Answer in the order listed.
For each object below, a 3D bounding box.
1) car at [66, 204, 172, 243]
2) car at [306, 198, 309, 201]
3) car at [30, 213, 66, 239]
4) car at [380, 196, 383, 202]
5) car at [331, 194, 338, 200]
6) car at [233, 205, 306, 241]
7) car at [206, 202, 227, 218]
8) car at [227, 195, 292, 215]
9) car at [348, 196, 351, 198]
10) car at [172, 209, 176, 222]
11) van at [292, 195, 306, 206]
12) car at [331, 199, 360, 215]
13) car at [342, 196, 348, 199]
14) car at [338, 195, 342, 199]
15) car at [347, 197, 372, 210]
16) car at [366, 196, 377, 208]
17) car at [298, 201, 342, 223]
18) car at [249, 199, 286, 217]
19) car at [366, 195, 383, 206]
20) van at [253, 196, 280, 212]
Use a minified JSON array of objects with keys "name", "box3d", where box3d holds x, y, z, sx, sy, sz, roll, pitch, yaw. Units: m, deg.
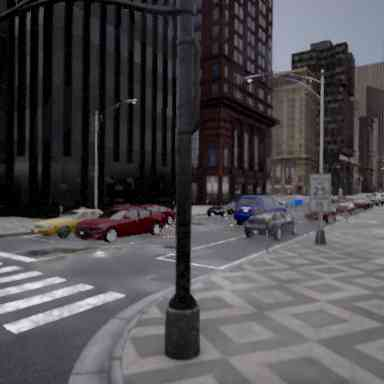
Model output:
[{"name":"car","box3d":[-3.418,1.491,16.583,1.882,1.535,5.008,1,1,34]},{"name":"car","box3d":[17.837,1.623,52.867,1.802,1.307,4.206,1,0,34]},{"name":"car","box3d":[-5.964,1.505,17.569,1.752,1.417,4.829,1,1,34]},{"name":"car","box3d":[47.566,1.725,81.701,1.947,1.339,4.313,1,1,34]},{"name":"car","box3d":[26.731,1.380,66.051,2.192,1.841,5.009,1,0,34]},{"name":"car","box3d":[4.201,1.639,17.397,2.008,1.369,4.403,1,0,34]},{"name":"car","box3d":[3.020,1.562,30.893,1.947,1.339,4.313,1,0,34]},{"name":"car","box3d":[4.929,1.288,23.413,2.150,2.045,5.566,1,0,34]},{"name":"car","box3d":[40.501,1.637,86.472,1.802,1.307,4.206,1,1,34]},{"name":"car","box3d":[-2.906,1.529,22.104,1.887,1.381,4.507,1,1,34]},{"name":"van","box3d":[14.876,1.373,48.471,1.690,1.788,3.998,1,0,34]},{"name":"car","box3d":[16.274,1.700,35.303,1.802,1.307,4.206,1,0,34]},{"name":"car","box3d":[35.750,1.430,82.531,4.403,1.369,2.008,0,1,25]},{"name":"car","box3d":[29.695,1.508,70.446,1.967,1.590,4.097,1,1,34]},{"name":"car","box3d":[22.312,1.681,44.256,1.887,1.381,4.507,1,0,34]},{"name":"car","box3d":[25.330,1.712,48.733,1.947,1.339,4.313,1,0,34]},{"name":"car","box3d":[10.237,1.645,26.350,1.887,1.381,4.507,1,0,34]},{"name":"car","box3d":[7.519,1.512,32.789,1.882,1.535,5.008,1,0,34]},{"name":"car","box3d":[31.369,1.729,57.687,1.947,1.339,4.313,1,0,34]},{"name":"van","box3d":[8.949,1.354,39.682,1.690,1.788,3.998,1,0,34]}]
